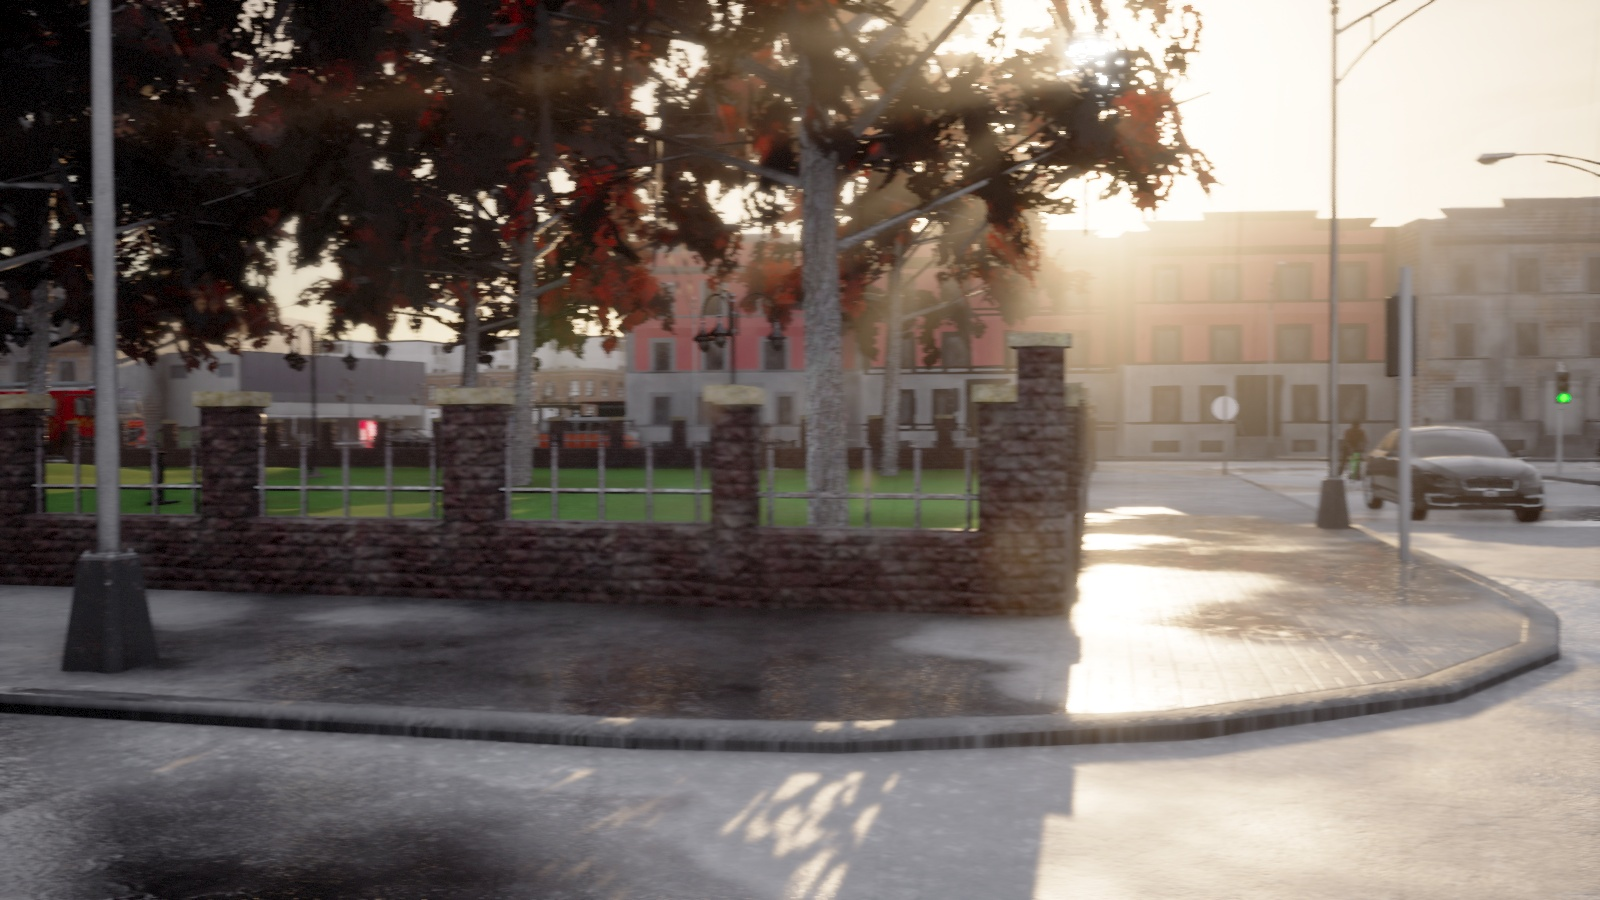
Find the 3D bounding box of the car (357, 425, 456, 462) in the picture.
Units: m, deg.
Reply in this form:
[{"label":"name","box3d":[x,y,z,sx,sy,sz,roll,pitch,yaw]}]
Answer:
[{"label":"car","box3d":[-17.059,-0.304,54.519,3.705,1.549,1.789,0,1,14]}]

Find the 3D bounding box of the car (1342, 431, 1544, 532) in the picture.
[{"label":"car","box3d":[10.761,0.439,21.418,1.837,1.490,4.892,0,1,12]}]

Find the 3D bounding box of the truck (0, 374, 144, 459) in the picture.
[{"label":"truck","box3d":[-35.462,-1.580,58.958,8.468,3.827,2.891,0,1,14]}]

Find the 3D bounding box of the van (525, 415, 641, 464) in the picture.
[{"label":"van","box3d":[-9.060,-0.472,52.577,4.442,1.987,1.775,0,1,14]}]

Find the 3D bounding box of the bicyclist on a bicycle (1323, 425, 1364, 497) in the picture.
[{"label":"bicyclist on a bicycle","box3d":[12.741,0.234,29.472,0.582,1.620,1.656,0,1,13]}]
